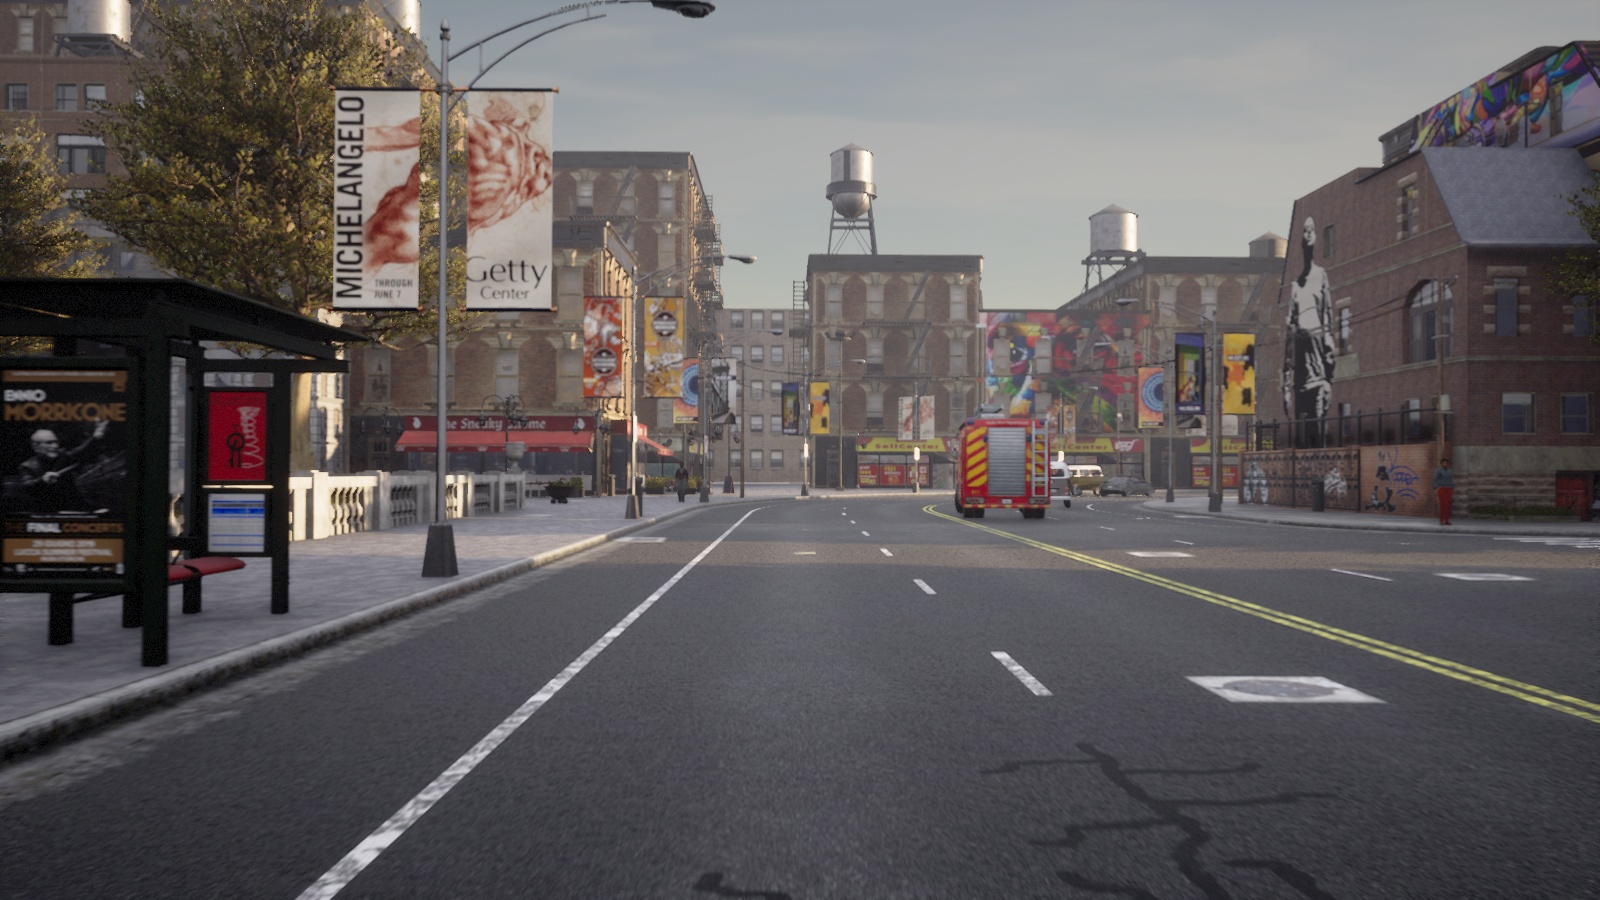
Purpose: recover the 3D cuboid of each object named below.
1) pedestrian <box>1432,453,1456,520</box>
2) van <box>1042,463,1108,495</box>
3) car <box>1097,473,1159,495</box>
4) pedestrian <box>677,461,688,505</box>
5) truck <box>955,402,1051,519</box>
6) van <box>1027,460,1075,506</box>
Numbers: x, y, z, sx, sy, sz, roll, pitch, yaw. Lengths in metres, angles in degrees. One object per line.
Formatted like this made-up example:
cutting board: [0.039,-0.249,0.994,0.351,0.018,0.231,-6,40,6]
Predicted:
pedestrian: [17.736,1.002,34.570,0.353,1.847,0.614,0,-1,3]
van: [18.370,1.922,83.821,4.480,2.038,2.069,1,-1,-41]
car: [21.380,2.215,81.820,4.181,1.385,1.994,1,-1,-43]
pedestrian: [-5.200,1.456,55.398,0.402,1.930,0.666,0,-1,2]
truck: [7.194,0.414,45.539,2.891,3.827,8.468,0,-1,6]
van: [11.401,1.488,57.223,2.069,2.038,4.480,-1,-1,11]
